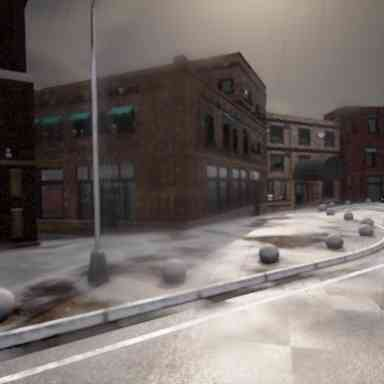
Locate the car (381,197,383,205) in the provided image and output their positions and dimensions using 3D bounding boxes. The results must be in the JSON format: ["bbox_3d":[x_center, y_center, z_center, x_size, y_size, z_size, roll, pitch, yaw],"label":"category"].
[{"bbox_3d":[21.031,0.601,33.151,4.902,1.511,2.128,-2,1,-24],"label":"car"}]
